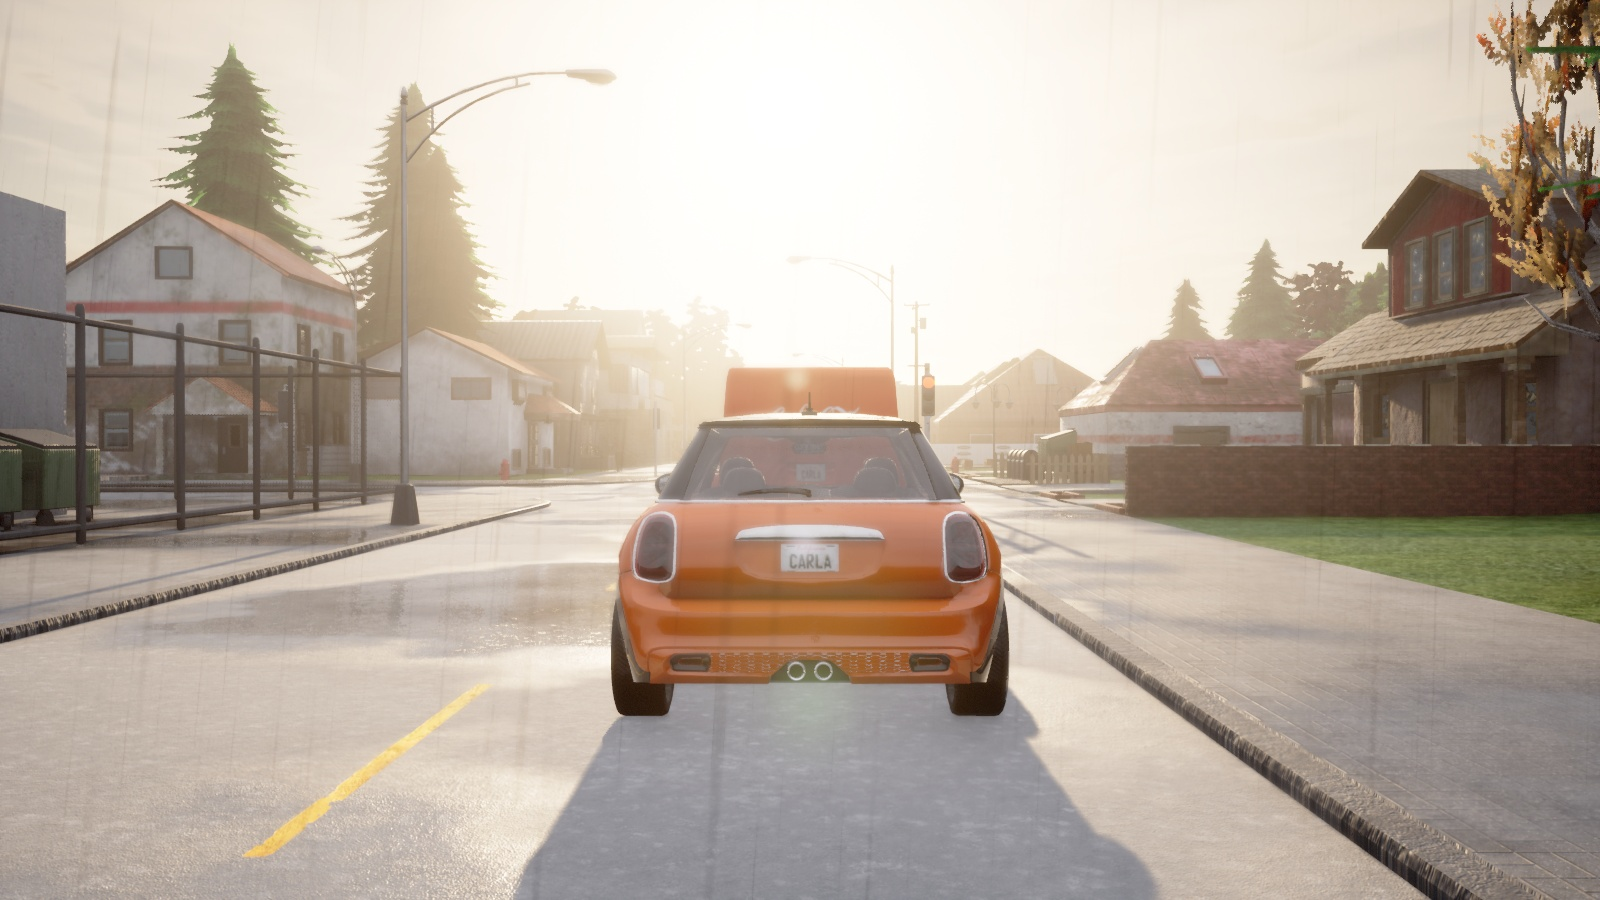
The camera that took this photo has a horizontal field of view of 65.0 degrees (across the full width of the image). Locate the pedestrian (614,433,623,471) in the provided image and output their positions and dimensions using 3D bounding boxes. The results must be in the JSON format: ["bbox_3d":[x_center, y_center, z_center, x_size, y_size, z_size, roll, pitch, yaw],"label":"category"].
[{"bbox_3d":[-8.843,0.104,61.152,0.331,1.846,0.634,0,0,0],"label":"pedestrian"}]

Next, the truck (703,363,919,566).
[{"bbox_3d":[0.125,0.159,17.875,2.627,2.467,5.204,0,0,0],"label":"truck"}]

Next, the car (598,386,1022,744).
[{"bbox_3d":[0.062,0.557,8.482,2.097,1.767,4.553,0,0,0],"label":"car"}]
